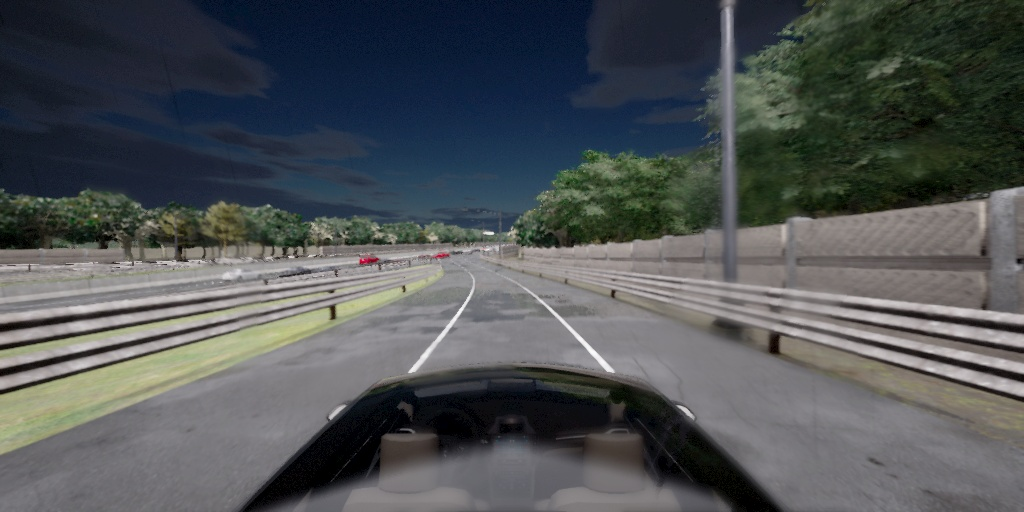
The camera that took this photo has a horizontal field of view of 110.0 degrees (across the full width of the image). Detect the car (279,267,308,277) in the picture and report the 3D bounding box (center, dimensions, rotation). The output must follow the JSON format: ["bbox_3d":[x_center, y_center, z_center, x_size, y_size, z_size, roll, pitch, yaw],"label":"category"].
[{"bbox_3d":[-29.051,2.146,48.973,2.033,1.411,5.357,0,3,9],"label":"car"}]

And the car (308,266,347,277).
[{"bbox_3d":[-25.334,2.074,50.118,2.033,1.411,5.357,0,3,9],"label":"car"}]

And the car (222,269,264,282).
[{"bbox_3d":[-33.285,2.339,44.474,1.812,1.442,4.674,0,3,9],"label":"car"}]
